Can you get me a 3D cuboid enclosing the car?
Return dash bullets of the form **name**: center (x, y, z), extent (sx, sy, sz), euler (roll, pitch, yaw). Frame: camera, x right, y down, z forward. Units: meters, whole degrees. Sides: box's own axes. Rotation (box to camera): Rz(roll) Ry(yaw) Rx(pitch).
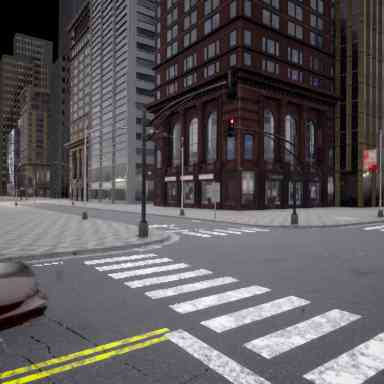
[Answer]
- **car**: center (-4.798, 1.547, 4.253), extent (5.357, 1.411, 2.033), euler (0, 0, -36)
